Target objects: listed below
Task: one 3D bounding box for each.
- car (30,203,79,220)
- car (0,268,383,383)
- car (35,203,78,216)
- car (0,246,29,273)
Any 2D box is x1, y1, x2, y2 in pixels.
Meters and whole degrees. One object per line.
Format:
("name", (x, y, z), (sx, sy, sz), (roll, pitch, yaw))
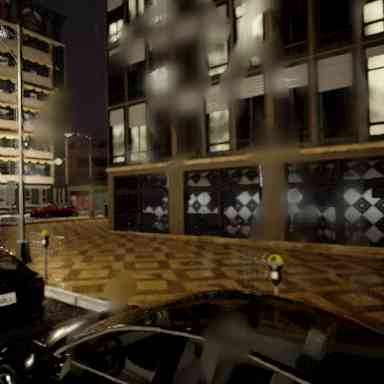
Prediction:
("car", (-12.067, 1.755, 29.387), (1.802, 1.307, 4.206), (-2, -1, 35))
("car", (0.027, 1.577, 2.871), (4.313, 1.339, 1.947), (0, -1, 35))
("car", (-15.701, 1.973, 38.746), (1.947, 1.339, 4.313), (-2, -1, 35))
("car", (-4.402, 1.615, 6.026), (4.313, 1.339, 1.947), (0, -1, 35))
